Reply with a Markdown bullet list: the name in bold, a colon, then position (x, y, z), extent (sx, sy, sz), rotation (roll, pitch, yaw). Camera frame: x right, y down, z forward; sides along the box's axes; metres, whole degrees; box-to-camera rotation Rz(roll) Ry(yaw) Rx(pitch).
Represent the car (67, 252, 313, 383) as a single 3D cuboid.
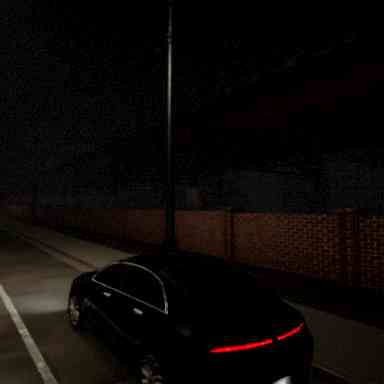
- **car**: position (-0.514, 1.734, 5.291), extent (1.837, 1.490, 4.892), rotation (3, -3, -35)
